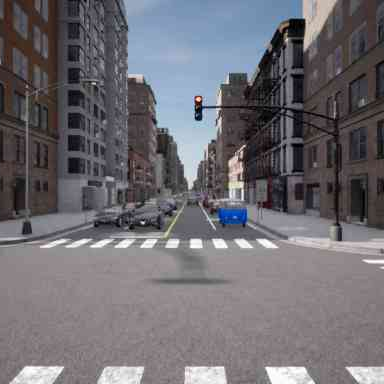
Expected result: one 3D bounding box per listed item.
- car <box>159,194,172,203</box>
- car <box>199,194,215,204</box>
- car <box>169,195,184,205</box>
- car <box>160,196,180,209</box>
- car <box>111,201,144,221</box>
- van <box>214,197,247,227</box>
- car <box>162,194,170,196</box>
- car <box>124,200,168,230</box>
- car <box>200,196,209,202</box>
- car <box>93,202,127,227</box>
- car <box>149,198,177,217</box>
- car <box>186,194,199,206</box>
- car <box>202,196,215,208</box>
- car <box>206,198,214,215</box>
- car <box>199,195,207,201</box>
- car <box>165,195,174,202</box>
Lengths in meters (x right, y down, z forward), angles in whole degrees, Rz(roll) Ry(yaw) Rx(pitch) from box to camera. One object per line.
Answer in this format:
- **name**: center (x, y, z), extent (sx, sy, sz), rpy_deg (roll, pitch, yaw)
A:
- **car**: center (-5.310, 1.293, 67.944), extent (2.192, 1.841, 5.009), rpy_deg (0, 0, 0)
- **car**: center (2.696, 1.306, 50.896), extent (2.192, 1.841, 5.009), rpy_deg (0, 0, 0)
- **car**: center (-2.688, 1.587, 56.456), extent (1.895, 1.301, 4.718), rpy_deg (0, 0, 0)
- **car**: center (-2.799, 1.522, 41.723), extent (1.812, 1.442, 4.674), rpy_deg (0, 0, 1)
- **car**: center (-5.356, 1.543, 28.171), extent (1.887, 1.381, 4.507), rpy_deg (0, 0, 0)
- **van**: center (2.663, 1.340, 22.489), extent (1.690, 1.788, 3.998), rpy_deg (0, 0, 0)
- **car**: center (-5.316, 1.548, 62.262), extent (1.947, 1.339, 4.313), rpy_deg (0, 0, 0)
- **car**: center (-2.784, 1.505, 21.082), extent (1.837, 1.490, 4.892), rpy_deg (0, 0, -1)
- **car**: center (2.722, 1.525, 73.620), extent (2.008, 1.369, 4.403), rpy_deg (0, 0, 0)
- **car**: center (-5.362, 1.550, 22.490), extent (2.008, 1.369, 4.403), rpy_deg (0, 0, 0)
- **car**: center (-2.802, 1.563, 31.533), extent (1.994, 1.385, 4.181), rpy_deg (0, 0, 0)
- **car**: center (0.164, 1.479, 54.160), extent (2.128, 1.511, 4.902), rpy_deg (0, 0, 0)
- **car**: center (2.689, 1.577, 45.214), extent (1.802, 1.307, 4.206), rpy_deg (0, 0, 0)
- **car**: center (2.676, 1.580, 33.851), extent (1.802, 1.307, 4.206), rpy_deg (0, 0, 0)
- **car**: center (2.735, 1.532, 84.983), extent (1.947, 1.339, 4.313), rpy_deg (0, 0, 0)
- **car**: center (-5.297, 1.410, 79.308), extent (1.967, 1.590, 4.097), rpy_deg (0, 0, 0)
